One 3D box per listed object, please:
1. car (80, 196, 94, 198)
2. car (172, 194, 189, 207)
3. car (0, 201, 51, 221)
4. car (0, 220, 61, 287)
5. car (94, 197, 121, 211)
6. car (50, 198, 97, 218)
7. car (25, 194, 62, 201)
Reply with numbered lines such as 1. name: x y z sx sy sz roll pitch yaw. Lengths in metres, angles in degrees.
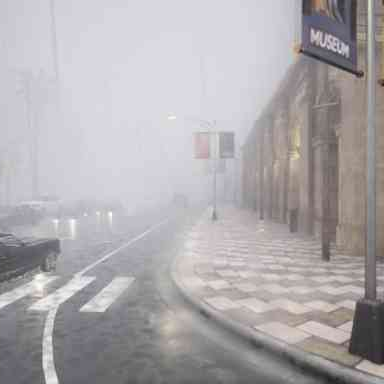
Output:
1. car: -13.243 1.340 41.427 2.097 1.767 4.553 0 0 4
2. car: -1.779 1.258 52.368 2.150 2.045 5.566 0 0 6
3. car: -11.232 1.541 20.732 2.033 1.411 5.357 0 0 4
4. car: -4.946 1.597 7.825 1.895 1.301 4.718 0 0 4
5. car: -9.840 1.514 40.000 1.812 1.442 4.674 0 0 4
6. car: -10.585 1.517 30.138 1.812 1.442 4.674 0 0 4
7. car: -14.026 1.212 31.132 2.150 2.045 5.566 0 0 4
